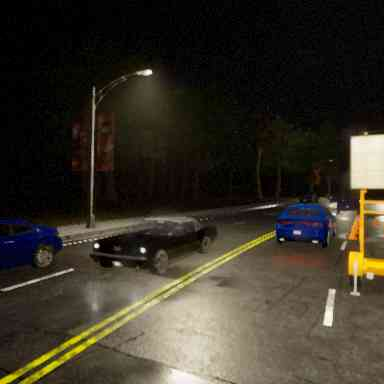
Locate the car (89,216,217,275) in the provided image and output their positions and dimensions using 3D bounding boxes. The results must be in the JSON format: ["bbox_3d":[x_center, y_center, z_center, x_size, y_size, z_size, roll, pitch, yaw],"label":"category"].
[{"bbox_3d":[-0.906,1.459,10.262,1.895,1.301,4.718,0,1,26],"label":"car"}]

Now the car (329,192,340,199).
[{"bbox_3d":[20.996,0.765,47.544,2.097,1.767,4.553,0,1,32],"label":"car"}]

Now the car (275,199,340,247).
[{"bbox_3d":[4.959,1.283,14.126,1.882,1.535,5.008,0,1,28],"label":"car"}]

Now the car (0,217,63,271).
[{"bbox_3d":[-5.382,1.406,8.293,1.812,1.442,4.674,0,1,24],"label":"car"}]

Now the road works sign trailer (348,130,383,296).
[{"bbox_3d":[4.956,0.356,7.690,2.380,3.560,2.880,0,1,28],"label":"road works sign trailer"}]

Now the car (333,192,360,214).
[{"bbox_3d":[14.411,1.080,30.165,1.882,1.535,5.008,0,1,31],"label":"car"}]

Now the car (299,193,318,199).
[{"bbox_3d":[16.133,0.933,45.834,2.128,1.511,4.902,0,1,32],"label":"car"}]
